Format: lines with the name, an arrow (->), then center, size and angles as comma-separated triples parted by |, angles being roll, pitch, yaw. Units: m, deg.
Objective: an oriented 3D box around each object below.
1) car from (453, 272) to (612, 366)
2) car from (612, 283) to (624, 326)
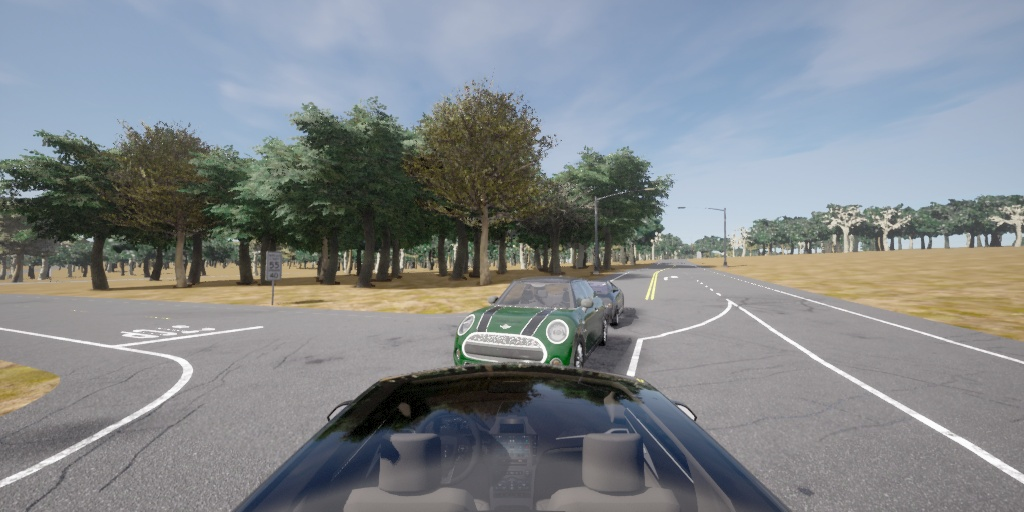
car -> 0.672, 1.223, 7.488 | 2.097, 1.767, 4.553 | -1, -2, 22
car -> 2.891, 1.555, 12.923 | 1.994, 1.385, 4.181 | -2, 0, 22
